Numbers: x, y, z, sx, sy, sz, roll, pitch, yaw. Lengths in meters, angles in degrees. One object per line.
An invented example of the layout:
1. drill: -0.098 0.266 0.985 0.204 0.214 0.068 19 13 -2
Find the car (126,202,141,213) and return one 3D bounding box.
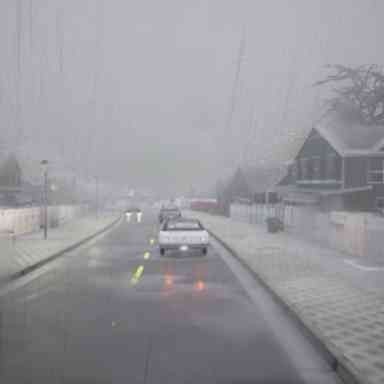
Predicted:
1. car: -8.795 2.309 49.638 1.837 1.490 4.892 0 -1 -14

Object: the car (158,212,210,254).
1. car: -0.425 1.757 14.207 1.895 1.301 4.718 0 -1 -4

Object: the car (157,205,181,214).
1. car: -2.014 1.875 29.441 2.128 1.511 4.902 0 -1 -8
